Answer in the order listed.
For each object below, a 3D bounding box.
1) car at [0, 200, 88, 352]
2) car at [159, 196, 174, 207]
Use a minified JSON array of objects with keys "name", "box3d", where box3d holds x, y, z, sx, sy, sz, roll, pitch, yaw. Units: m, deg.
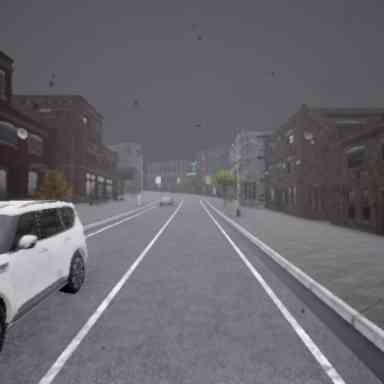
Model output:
[{"name":"car","box3d":[-3.562,1.207,5.800,2.150,2.045,5.566,0,0,0]},{"name":"car","box3d":[-3.606,1.338,47.178,1.812,1.442,4.674,0,1,0]}]
